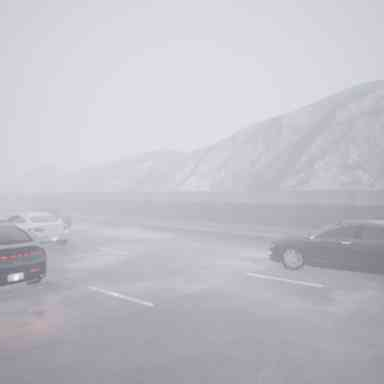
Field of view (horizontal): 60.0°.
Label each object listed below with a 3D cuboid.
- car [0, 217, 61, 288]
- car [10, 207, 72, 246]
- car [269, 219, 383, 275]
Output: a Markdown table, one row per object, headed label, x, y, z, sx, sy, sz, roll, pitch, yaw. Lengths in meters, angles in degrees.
| label | x | y | z | sx | sy | sz | roll | pitch | yaw |
| --- | --- | --- | --- | --- | --- | --- | --- | --- | --- |
| car | -5.542 | 1.535 | 8.513 | 4.892 | 1.490 | 1.837 | 0 | 0 | 40 |
| car | -7.022 | 1.578 | 14.395 | 4.674 | 1.442 | 1.812 | 0 | 0 | 42 |
| car | 4.608 | 1.548 | 9.421 | 4.892 | 1.490 | 1.837 | 0 | 0 | 36 |
